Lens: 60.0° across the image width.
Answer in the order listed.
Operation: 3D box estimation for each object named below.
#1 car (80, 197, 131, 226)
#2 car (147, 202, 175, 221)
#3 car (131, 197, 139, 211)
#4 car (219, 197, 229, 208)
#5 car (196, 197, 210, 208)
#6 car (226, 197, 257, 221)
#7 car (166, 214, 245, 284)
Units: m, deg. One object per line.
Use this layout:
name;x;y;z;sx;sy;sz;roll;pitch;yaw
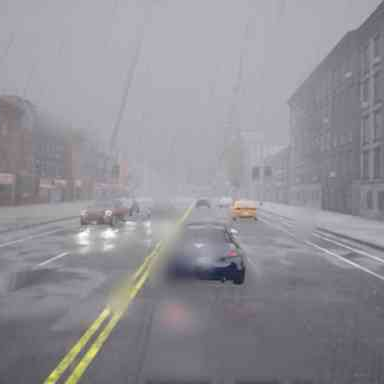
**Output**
car;-5.868;1.281;22.479;2.097;1.767;4.553;1;0;2
car;-2.415;1.500;27.204;2.033;1.411;5.357;1;0;2
car;-5.618;1.158;28.233;1.812;1.442;4.674;1;0;2
car;4.863;1.454;47.567;1.812;1.442;4.674;1;0;2
car;1.551;1.409;45.669;1.837;1.490;4.892;1;1;2
car;4.223;1.497;27.897;1.882;1.535;5.008;1;0;2
car;0.379;1.577;9.723;1.994;1.385;4.181;1;0;2
